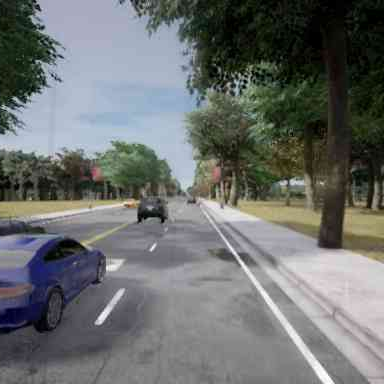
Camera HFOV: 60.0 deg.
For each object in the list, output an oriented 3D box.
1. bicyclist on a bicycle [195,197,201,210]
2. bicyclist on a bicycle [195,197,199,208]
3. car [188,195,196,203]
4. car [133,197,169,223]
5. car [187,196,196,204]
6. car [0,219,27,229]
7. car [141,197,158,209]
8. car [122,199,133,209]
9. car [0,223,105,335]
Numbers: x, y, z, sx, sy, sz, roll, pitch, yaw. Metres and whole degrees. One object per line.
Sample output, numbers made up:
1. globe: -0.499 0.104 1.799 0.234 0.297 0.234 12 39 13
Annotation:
1. bicyclist on a bicycle: 0.857 1.730 45.661 0.866 1.612 1.509 0 0 0
2. bicyclist on a bicycle: 0.860 1.720 54.346 0.659 1.776 1.843 0 0 0
3. car: -0.053 1.766 84.661 2.097 1.767 4.553 0 0 0
4. car: -3.179 1.397 27.688 2.150 2.045 5.566 0 0 0
5. car: -0.047 1.820 73.641 2.097 1.767 4.553 0 0 0
6. car: -6.606 1.614 10.872 2.033 1.411 5.357 0 0 0
7. car: -6.598 1.690 52.628 2.097 1.767 4.553 0 0 0
8. car: -9.846 1.817 52.885 1.882 1.535 5.008 0 0 0
9. car: -3.156 1.566 6.763 1.812 1.442 4.674 0 0 0
